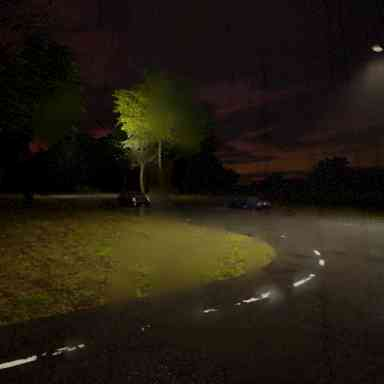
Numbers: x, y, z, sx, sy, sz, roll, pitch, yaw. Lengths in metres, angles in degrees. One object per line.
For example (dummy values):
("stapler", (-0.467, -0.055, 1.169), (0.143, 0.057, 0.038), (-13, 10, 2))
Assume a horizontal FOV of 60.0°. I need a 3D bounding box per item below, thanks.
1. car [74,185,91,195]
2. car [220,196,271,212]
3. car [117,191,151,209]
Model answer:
("car", (-23.417, -0.538, 71.116), (2.150, 2.045, 5.566), (-1, 2, -35))
("car", (4.939, 1.036, 31.338), (2.033, 1.411, 5.357), (-1, 2, -35))
("car", (-6.142, 0.713, 34.823), (2.097, 1.767, 4.553), (-1, 2, -35))
